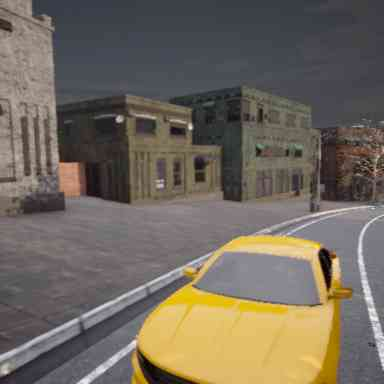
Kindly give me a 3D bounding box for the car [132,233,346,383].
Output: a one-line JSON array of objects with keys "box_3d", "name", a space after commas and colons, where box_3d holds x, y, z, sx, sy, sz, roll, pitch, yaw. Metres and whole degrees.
[{"box_3d": [1.103, 1.440, 4.746, 1.882, 1.535, 5.008, 1, 1, 24], "name": "car"}]
